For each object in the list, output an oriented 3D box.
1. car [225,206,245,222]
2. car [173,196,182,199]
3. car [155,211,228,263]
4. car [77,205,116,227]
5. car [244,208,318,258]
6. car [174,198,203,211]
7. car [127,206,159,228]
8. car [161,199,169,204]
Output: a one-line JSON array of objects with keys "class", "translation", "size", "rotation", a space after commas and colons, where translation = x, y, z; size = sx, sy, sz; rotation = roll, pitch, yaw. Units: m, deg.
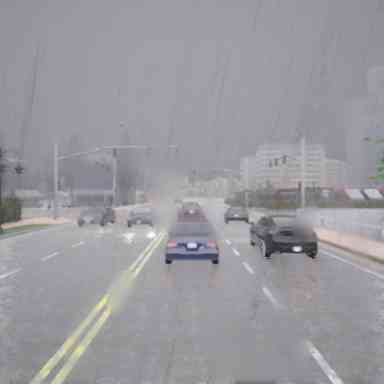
[{"class": "car", "translation": [3.892, 1.863, 28.437], "size": [1.994, 1.385, 4.181], "rotation": [0, -1, 10]}, {"class": "car", "translation": [-3.490, 2.116, 85.232], "size": [2.150, 2.045, 5.566], "rotation": [0, -1, 0]}, {"class": "car", "translation": [0.012, 1.680, 12.498], "size": [2.033, 1.411, 5.357], "rotation": [0, -1, 0]}, {"class": "car", "translation": [-7.016, 1.755, 24.910], "size": [2.128, 1.511, 4.902], "rotation": [0, -1, 0]}, {"class": "car", "translation": [3.525, 1.649, 13.485], "size": [1.837, 1.490, 4.892], "rotation": [0, 0, 1]}, {"class": "car", "translation": [-0.203, 1.649, 28.386], "size": [2.097, 1.767, 4.553], "rotation": [0, -1, -5]}, {"class": "car", "translation": [-3.520, 1.783, 24.503], "size": [1.812, 1.442, 4.674], "rotation": [0, -1, 1]}, {"class": "car", "translation": [-6.990, 2.415, 85.260], "size": [1.812, 1.442, 4.674], "rotation": [0, -1, 0]}]
